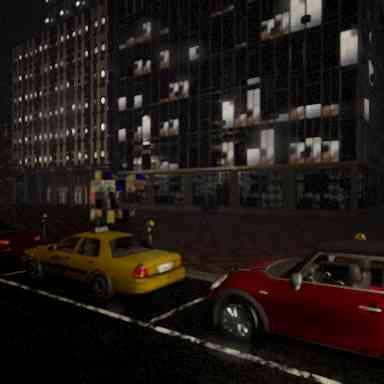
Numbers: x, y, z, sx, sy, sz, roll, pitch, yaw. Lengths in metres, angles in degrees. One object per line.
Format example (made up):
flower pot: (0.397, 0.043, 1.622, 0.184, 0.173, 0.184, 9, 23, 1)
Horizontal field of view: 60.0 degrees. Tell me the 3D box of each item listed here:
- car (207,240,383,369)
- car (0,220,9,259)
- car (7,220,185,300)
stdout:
car: (2.200, 1.445, 4.977, 4.097, 1.590, 1.967, 0, 0, 35)
car: (-6.808, 1.609, 11.383, 4.206, 1.307, 1.802, 0, 0, 35)
car: (-2.442, 1.542, 8.278, 4.829, 1.417, 1.752, 0, 0, 35)
